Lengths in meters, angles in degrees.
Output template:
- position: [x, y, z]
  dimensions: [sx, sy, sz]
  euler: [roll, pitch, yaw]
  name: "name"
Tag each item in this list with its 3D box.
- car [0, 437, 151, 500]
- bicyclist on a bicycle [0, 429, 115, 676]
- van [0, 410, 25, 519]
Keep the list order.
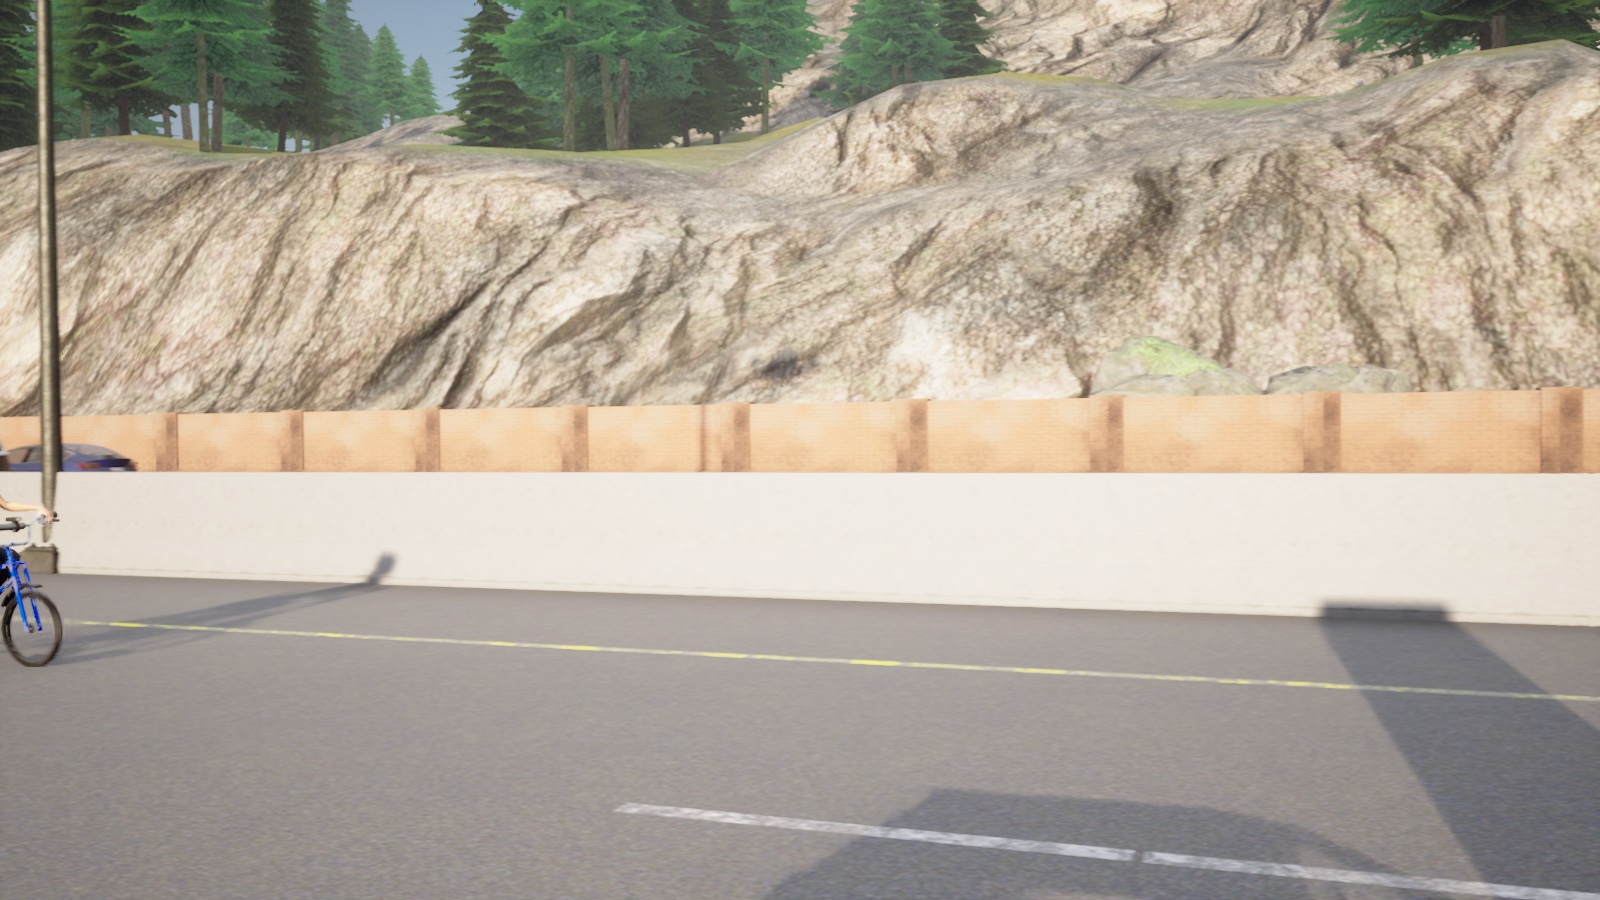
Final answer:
- position: [-19.195, 0.435, 31.805]
  dimensions: [4.792, 1.488, 2.163]
  euler: [0, 1, 19]
  name: "car"
- position: [-5.770, 0.659, 8.832]
  dimensions: [1.509, 1.612, 0.866]
  euler: [0, 1, 19]
  name: "bicyclist on a bicycle"
- position: [-17.298, 0.268, 23.778]
  dimensions: [4.480, 2.038, 2.069]
  euler: [0, 1, 19]
  name: "van"
